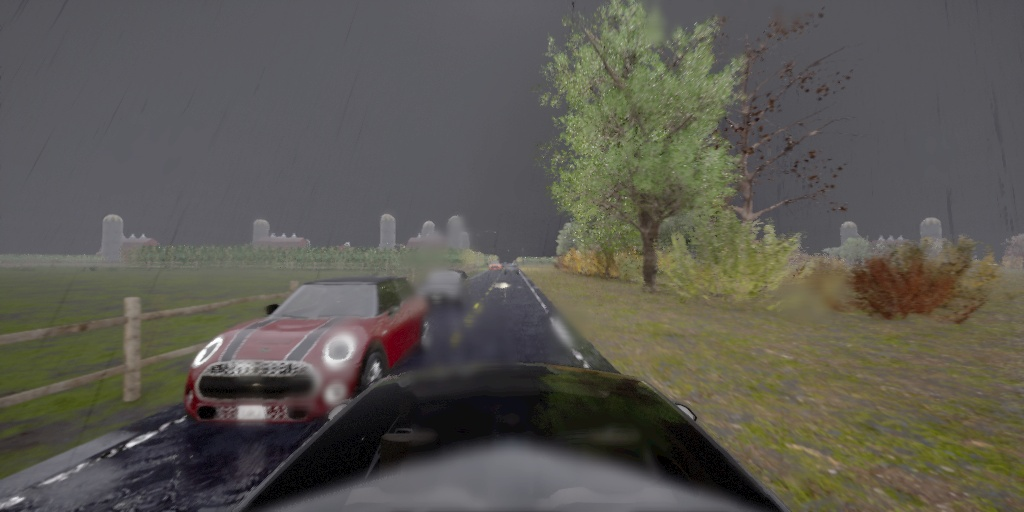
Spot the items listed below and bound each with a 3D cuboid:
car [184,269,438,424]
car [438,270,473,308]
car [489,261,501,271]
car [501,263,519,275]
[{"bbox_3d":[-2.857,1.153,6.186,2.097,1.767,4.553,0,0,0],"label":"car"},{"bbox_3d":[-2.874,1.399,16.217,1.837,1.490,4.892,0,0,0],"label":"car"},{"bbox_3d":[-2.948,1.694,64.343,2.097,1.767,4.553,0,-1,0],"label":"car"},{"bbox_3d":[-0.029,1.669,47.593,2.128,1.511,4.902,0,0,0],"label":"car"}]
